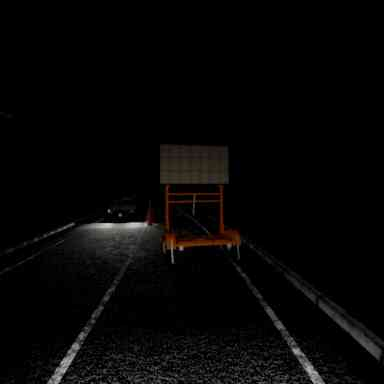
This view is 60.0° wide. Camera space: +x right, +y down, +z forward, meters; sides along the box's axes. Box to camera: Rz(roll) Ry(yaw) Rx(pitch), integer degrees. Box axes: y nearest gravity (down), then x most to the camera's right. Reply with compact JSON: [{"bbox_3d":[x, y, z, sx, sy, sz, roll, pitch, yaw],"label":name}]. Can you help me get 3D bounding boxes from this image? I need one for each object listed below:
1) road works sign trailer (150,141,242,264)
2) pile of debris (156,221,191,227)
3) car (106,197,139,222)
[{"bbox_3d":[0.041,0.175,10.817,2.380,3.560,2.880,-1,1,-16],"label":"road works sign trailer"},{"bbox_3d":[-1.064,1.743,18.435,1.860,0.140,1.500,0,1,-5],"label":"pile of debris"},{"bbox_3d":[-4.518,1.086,22.097,1.812,1.442,4.674,0,0,-6],"label":"car"}]
